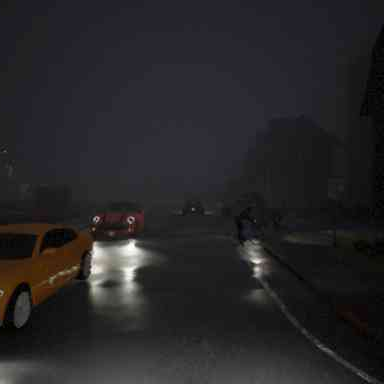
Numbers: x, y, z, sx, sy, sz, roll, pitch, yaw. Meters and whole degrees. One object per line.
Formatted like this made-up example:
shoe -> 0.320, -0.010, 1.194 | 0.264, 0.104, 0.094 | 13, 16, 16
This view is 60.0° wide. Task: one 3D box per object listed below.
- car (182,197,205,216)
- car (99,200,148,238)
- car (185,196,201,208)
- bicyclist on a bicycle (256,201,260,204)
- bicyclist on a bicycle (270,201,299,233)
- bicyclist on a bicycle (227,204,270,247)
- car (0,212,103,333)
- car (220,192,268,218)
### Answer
car -> 0.119, 1.408, 29.989 | 1.994, 1.385, 4.181 | 0, 0, 1
car -> -3.559, 1.245, 16.996 | 2.097, 1.767, 4.553 | 0, 0, 0
car -> 0.141, 1.323, 45.050 | 1.994, 1.385, 4.181 | 0, 0, 0
bicyclist on a bicycle -> 3.607, 1.309, 17.822 | 1.656, 1.620, 0.582 | -1, 1, -44
bicyclist on a bicycle -> 4.626, 1.301, 17.119 | 1.656, 1.620, 0.582 | -1, 0, 24
bicyclist on a bicycle -> 2.218, 1.401, 13.663 | 1.656, 1.620, 0.582 | 0, 0, -14
car -> -3.595, 1.429, 6.930 | 1.882, 1.535, 5.008 | 0, 0, 1
car -> 4.203, 1.032, 26.738 | 1.905, 1.878, 3.866 | -8, 4, -42
